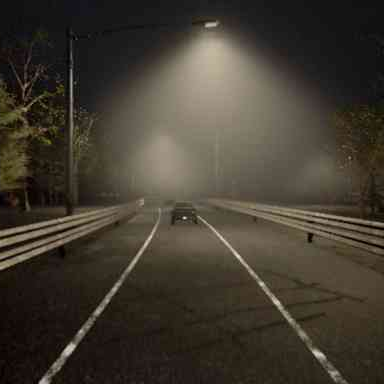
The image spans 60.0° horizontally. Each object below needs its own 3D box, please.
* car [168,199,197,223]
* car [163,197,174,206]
[{"bbox_3d":[-0.675,1.505,25.183,1.837,1.490,4.892,0,0,-4],"label":"car"},{"bbox_3d":[-3.654,1.521,54.114,2.033,1.411,5.357,0,0,-9],"label":"car"}]
